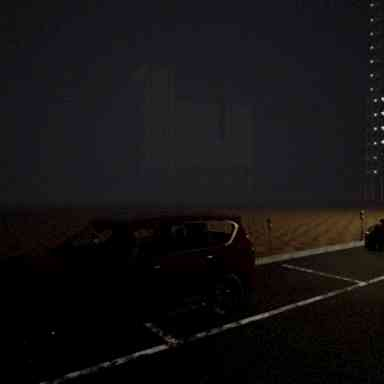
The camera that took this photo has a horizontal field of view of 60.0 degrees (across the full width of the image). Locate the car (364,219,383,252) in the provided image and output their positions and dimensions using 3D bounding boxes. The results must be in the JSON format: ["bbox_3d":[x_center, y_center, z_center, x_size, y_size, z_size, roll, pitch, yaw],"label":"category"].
[{"bbox_3d":[8.224,1.408,12.421,4.097,1.590,1.967,0,1,-36],"label":"car"}]

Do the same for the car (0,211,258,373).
[{"bbox_3d":[-1.033,1.310,5.814,5.009,1.841,2.192,0,1,-36],"label":"car"}]
